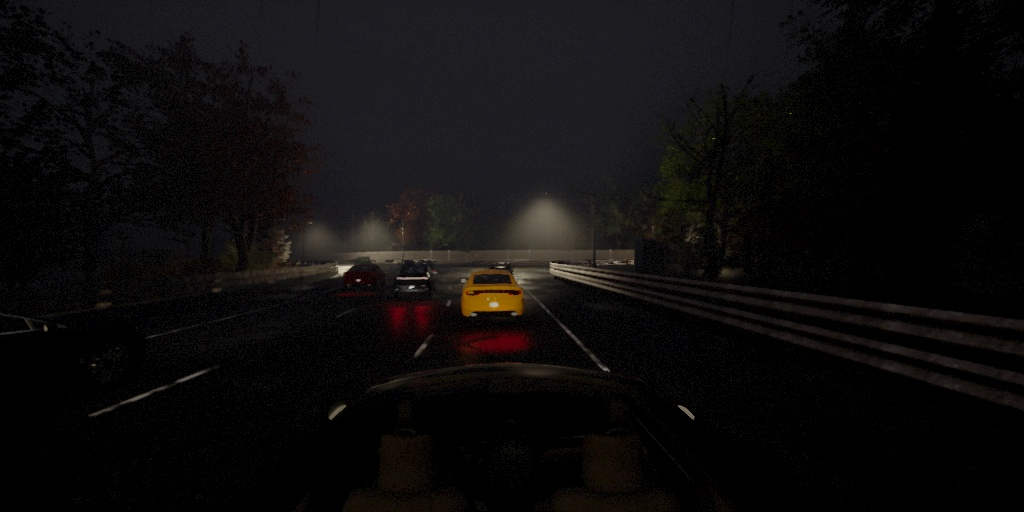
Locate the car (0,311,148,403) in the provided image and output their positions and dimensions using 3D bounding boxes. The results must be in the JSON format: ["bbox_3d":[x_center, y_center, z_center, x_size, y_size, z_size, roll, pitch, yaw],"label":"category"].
[{"bbox_3d":[-7.024,1.264,3.991,2.128,1.511,4.902,0,0,-1],"label":"car"}]

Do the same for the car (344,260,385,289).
[{"bbox_3d":[-9.446,1.255,23.291,1.882,1.535,5.008,0,0,-12],"label":"car"}]

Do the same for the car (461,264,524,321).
[{"bbox_3d":[-0.761,1.228,12.604,1.882,1.535,5.008,0,0,-6],"label":"car"}]

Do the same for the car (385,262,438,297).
[{"bbox_3d":[-5.104,1.255,19.198,2.128,1.511,4.902,0,0,-9],"label":"car"}]

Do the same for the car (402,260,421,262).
[{"bbox_3d":[-13.549,1.292,46.511,1.837,1.490,4.892,0,0,-24],"label":"car"}]

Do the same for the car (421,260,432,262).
[{"bbox_3d":[-12.974,1.275,53.242,2.128,1.511,4.902,0,0,-26],"label":"car"}]

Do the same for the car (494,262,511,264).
[{"bbox_3d":[-0.770,1.239,28.466,2.128,1.511,4.902,0,0,2],"label":"car"}]
